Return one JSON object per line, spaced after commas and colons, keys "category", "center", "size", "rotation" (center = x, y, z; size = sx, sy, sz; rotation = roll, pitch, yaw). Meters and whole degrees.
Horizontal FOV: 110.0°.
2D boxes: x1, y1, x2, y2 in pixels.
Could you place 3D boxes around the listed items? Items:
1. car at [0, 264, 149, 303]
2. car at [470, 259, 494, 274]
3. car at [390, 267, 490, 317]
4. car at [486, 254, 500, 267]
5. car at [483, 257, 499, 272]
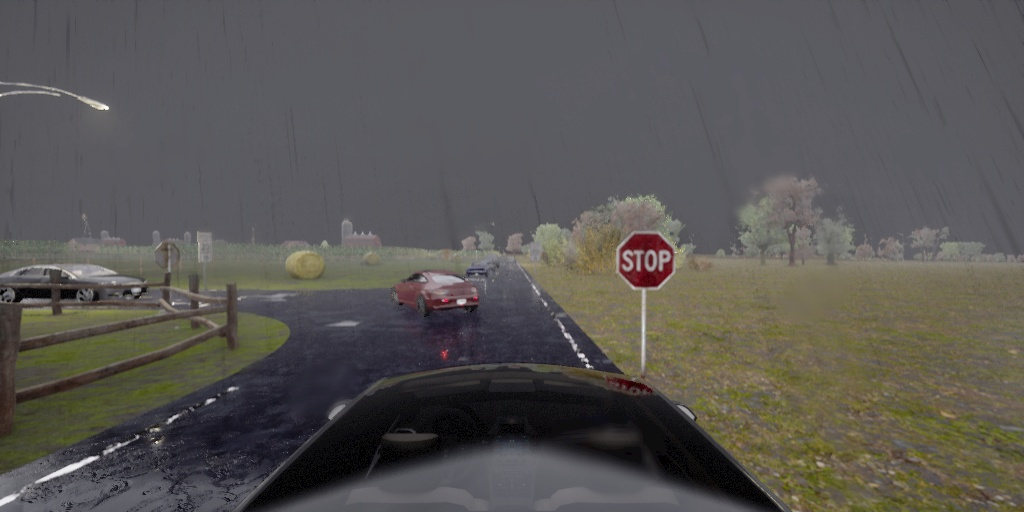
{"category": "car", "center": [-17.352, 1.072, 14.189], "size": [4.902, 1.511, 2.128], "rotation": [0, 1, -1]}
{"category": "car", "center": [-2.910, 1.175, 31.773], "size": [1.895, 1.301, 4.718], "rotation": [0, 0, 0]}
{"category": "car", "center": [-2.844, 1.203, 12.841], "size": [1.812, 1.442, 4.674], "rotation": [0, 1, -35]}
{"category": "car", "center": [-2.933, 0.689, 52.266], "size": [2.150, 2.045, 5.566], "rotation": [0, 0, 0]}
{"category": "car", "center": [-2.923, 1.085, 41.735], "size": [1.994, 1.385, 4.181], "rotation": [0, 0, 0]}
